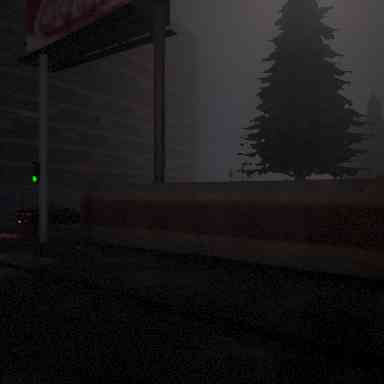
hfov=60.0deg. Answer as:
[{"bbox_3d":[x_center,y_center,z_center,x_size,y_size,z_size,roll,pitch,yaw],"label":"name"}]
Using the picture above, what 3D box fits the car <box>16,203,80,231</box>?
[{"bbox_3d":[-8.226,1.438,20.583,2.128,1.511,4.902,0,0,35],"label":"car"}]
